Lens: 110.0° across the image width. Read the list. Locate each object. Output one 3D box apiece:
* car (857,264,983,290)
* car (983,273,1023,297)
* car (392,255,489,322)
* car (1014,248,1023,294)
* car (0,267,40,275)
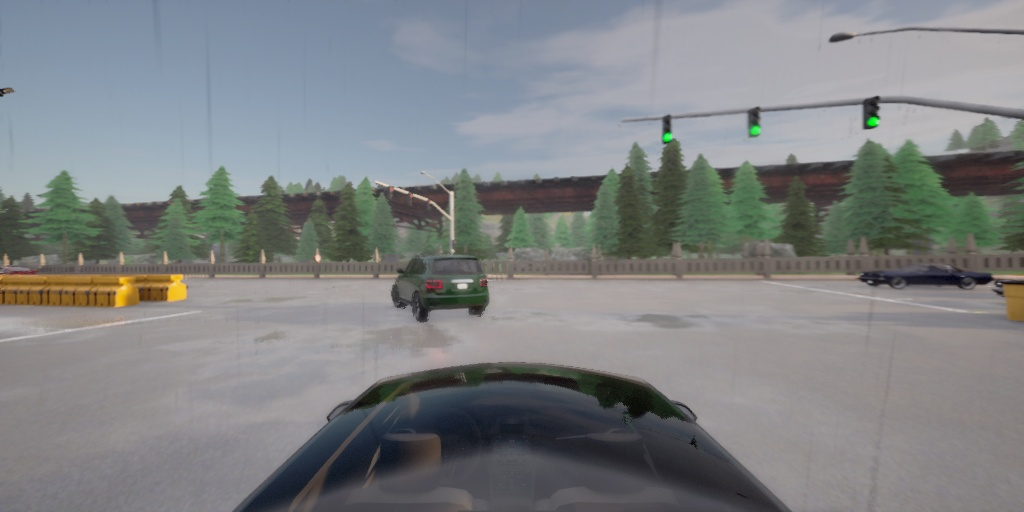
[{"bbox_3d":[21.664,1.073,19.074,4.718,1.301,1.895,-1,0,12],"label":"car"},{"bbox_3d":[20.103,1.098,12.220,4.718,1.301,1.895,-1,0,11],"label":"car"},{"bbox_3d":[-2.736,0.994,12.889,2.150,2.045,5.566,0,0,-28],"label":"car"},{"bbox_3d":[25.365,0.653,14.673,5.566,2.045,2.150,-1,0,12],"label":"car"},{"bbox_3d":[-48.028,1.780,34.365,5.008,1.535,1.882,-1,0,12],"label":"car"}]
